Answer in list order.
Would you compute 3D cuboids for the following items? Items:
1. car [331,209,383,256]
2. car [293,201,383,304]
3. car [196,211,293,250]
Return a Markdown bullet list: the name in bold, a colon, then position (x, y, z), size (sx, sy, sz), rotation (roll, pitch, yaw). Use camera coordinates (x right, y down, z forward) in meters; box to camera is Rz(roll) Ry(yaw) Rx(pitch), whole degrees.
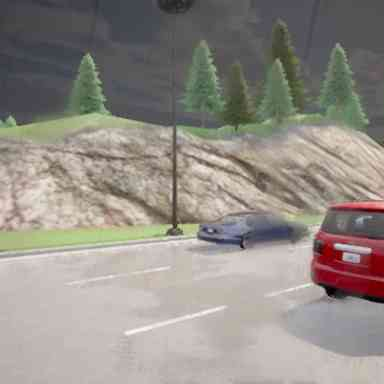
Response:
- **car**: position (7.875, 1.514, 13.663), size (4.674, 1.442, 1.812), rotation (0, 0, -35)
- **car**: position (4.911, 1.214, 7.249), size (5.566, 2.045, 2.150), rotation (0, 0, -35)
- **car**: position (2.735, 1.538, 14.295), size (5.357, 1.411, 2.033), rotation (0, 0, -35)
